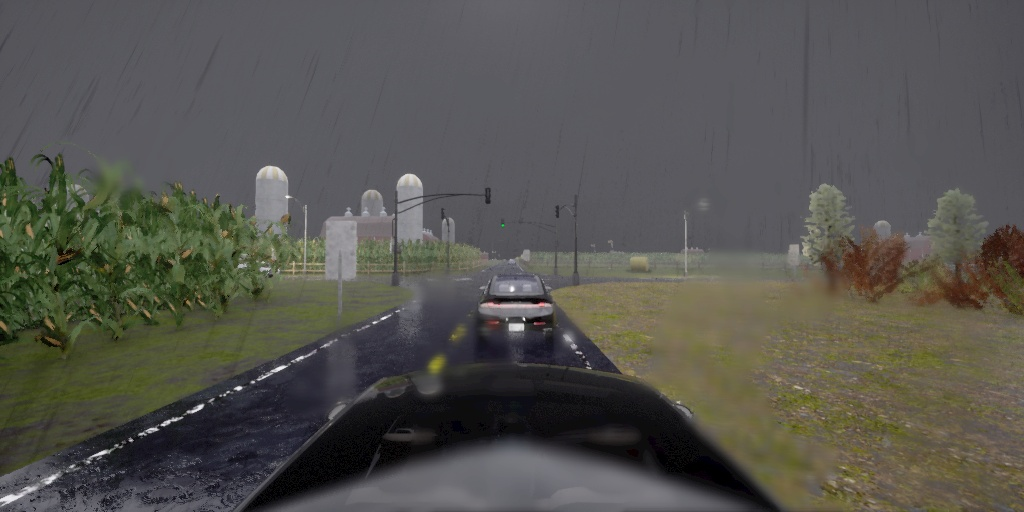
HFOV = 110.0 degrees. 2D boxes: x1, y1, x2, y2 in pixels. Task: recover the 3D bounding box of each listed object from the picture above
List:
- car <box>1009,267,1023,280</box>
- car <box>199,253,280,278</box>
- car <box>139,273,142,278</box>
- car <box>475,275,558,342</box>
[{"bbox_3d":[48.666,1.720,33.478,4.674,1.442,1.812,1,-1,-5],"label":"car"},{"bbox_3d":[-21.822,0.774,28.667,5.566,2.045,2.150,0,-1,-3],"label":"car"},{"bbox_3d":[-31.932,0.693,28.129,5.566,2.045,2.150,0,-1,-3],"label":"car"},{"bbox_3d":[0.101,1.246,9.792,2.128,1.511,4.902,0,0,0],"label":"car"}]
